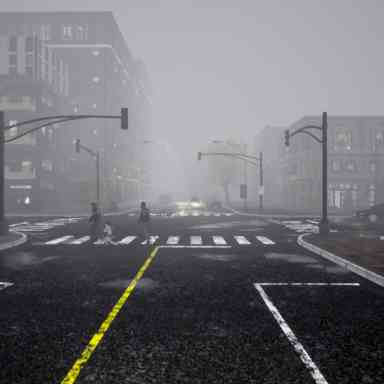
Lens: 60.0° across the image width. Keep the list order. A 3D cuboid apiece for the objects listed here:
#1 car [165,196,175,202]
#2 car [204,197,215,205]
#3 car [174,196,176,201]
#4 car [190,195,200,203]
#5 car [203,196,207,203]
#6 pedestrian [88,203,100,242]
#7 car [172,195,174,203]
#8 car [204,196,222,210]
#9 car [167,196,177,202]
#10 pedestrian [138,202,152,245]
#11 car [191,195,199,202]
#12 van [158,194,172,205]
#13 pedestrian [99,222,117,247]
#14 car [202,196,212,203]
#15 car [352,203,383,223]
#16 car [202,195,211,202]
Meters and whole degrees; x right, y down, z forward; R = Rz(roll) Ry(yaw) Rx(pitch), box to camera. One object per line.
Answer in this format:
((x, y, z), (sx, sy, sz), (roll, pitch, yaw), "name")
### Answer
((-5.049, 1.662, 77.891), (1.947, 1.339, 4.313), (0, 0, 0), "car")
((3.190, 1.640, 60.731), (1.802, 1.307, 4.206), (0, 0, 0), "car")
((-5.096, 1.397, 72.195), (2.192, 1.841, 5.009), (0, 0, 0), "car")
((0.582, 1.547, 70.434), (1.882, 1.535, 5.008), (0, 0, 0), "car")
((3.097, 1.479, 49.337), (1.967, 1.590, 4.097), (0, 0, 0), "car")
((-4.267, 1.294, 14.755), (0.375, 1.860, 0.375), (0, 0, 0), "pedestrian")
((-5.143, 1.651, 66.498), (1.802, 1.307, 4.206), (0, 0, 0), "car")
((3.049, 1.580, 43.640), (2.008, 1.369, 4.403), (0, 0, 0), "car")
((-5.002, 1.663, 83.587), (2.008, 1.369, 4.403), (0, 0, 0), "car")
((-1.981, 1.294, 14.137), (0.375, 1.860, 0.375), (0, 0, 0), "pedestrian")
((0.668, 1.541, 80.851), (1.812, 1.442, 4.674), (0, 0, 0), "car")
((-5.190, 1.399, 60.801), (1.690, 1.788, 3.998), (0, 0, 0), "van")
((-3.373, 1.674, 13.548), (0.500, 1.100, 0.500), (0, 0, 0), "pedestrian")
((3.285, 1.633, 72.123), (2.008, 1.369, 4.403), (0, 0, 0), "car")
((15.030, 1.578, 25.860), (4.892, 1.490, 1.837), (0, 0, -2), "car")
((3.331, 1.537, 77.820), (1.967, 1.590, 4.097), (0, 0, 0), "car")
